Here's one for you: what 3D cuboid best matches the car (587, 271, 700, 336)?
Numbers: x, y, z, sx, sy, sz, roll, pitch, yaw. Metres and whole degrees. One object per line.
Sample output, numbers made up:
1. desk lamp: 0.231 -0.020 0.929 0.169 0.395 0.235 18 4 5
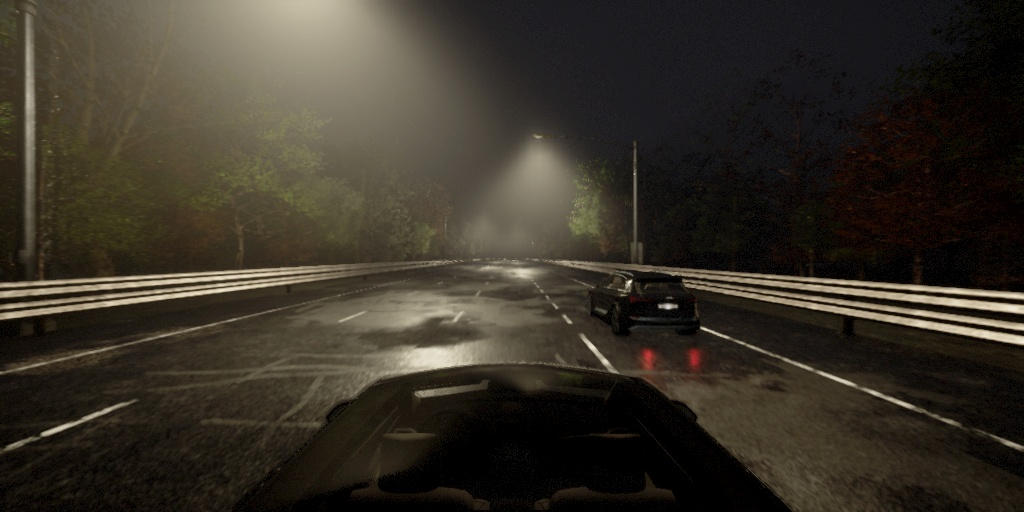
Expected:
1. car: 3.522 1.215 10.374 2.033 1.649 4.856 0 0 0
